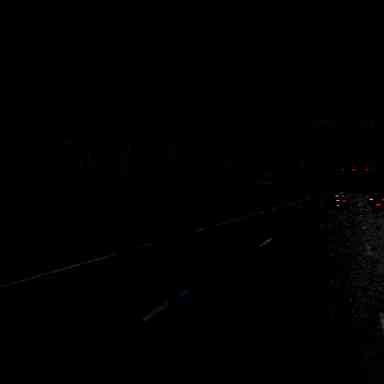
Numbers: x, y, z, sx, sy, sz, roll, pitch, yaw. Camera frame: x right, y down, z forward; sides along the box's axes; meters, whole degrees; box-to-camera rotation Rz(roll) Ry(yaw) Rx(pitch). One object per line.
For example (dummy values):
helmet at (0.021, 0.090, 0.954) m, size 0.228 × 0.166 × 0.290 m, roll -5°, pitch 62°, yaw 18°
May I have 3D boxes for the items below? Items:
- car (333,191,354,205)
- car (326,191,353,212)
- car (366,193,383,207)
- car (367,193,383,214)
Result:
car at (18.732, 0.679, 41.026) m, size 2.128 × 1.511 × 4.902 m, roll 2°, pitch 2°, yaw 26°
car at (13.177, 0.891, 29.743) m, size 2.128 × 1.511 × 4.902 m, roll 2°, pitch 2°, yaw 26°
car at (21.346, 0.860, 38.437) m, size 2.033 × 1.411 × 5.357 m, roll 2°, pitch 2°, yaw 26°
car at (16.149, 1.059, 27.869) m, size 2.033 × 1.411 × 5.357 m, roll 2°, pitch 2°, yaw 26°
